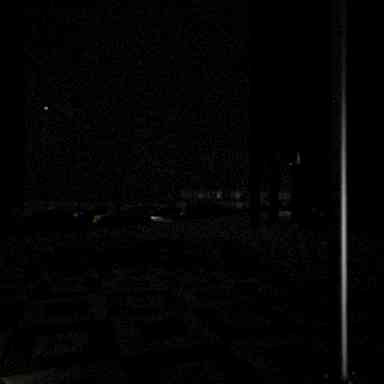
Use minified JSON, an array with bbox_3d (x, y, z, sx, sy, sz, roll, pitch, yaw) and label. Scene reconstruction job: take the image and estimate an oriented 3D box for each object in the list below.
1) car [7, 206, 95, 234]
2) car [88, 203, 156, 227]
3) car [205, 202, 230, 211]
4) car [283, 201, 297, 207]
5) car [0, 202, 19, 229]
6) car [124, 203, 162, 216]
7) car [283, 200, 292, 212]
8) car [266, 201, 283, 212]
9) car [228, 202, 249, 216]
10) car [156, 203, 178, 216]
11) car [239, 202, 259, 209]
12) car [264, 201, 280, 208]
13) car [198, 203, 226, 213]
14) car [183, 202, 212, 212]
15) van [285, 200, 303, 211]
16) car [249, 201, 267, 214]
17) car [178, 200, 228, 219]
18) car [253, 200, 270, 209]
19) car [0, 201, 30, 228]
[{"bbox_3d":[-8.586,1.765,20.609,1.947,1.339,4.313,-1,-2,36],"label":"car"},{"bbox_3d":[-5.209,1.814,25.341,1.752,1.417,4.829,-1,-2,36],"label":"car"},{"bbox_3d":[4.151,2.292,53.127,2.008,1.369,4.403,-1,-2,36],"label":"car"},{"bbox_3d":[23.826,2.879,80.687,1.802,1.307,4.206,-1,-1,36],"label":"car"},{"bbox_3d":[-12.157,1.515,20.400,2.097,1.767,4.553,0,-1,34],"label":"car"},{"bbox_3d":[-5.684,2.002,39.348,1.887,1.381,4.507,-1,-2,36],"label":"car"},{"bbox_3d":[14.365,2.286,52.766,1.967,1.590,4.097,-1,-2,36],"label":"car"},{"bbox_3d":[11.086,2.296,48.170,1.887,1.381,4.507,-1,-2,36],"label":"car"},{"bbox_3d":[4.528,2.105,38.983,1.887,1.381,4.507,-1,-2,36],"label":"car"},{"bbox_3d":[-3.038,2.000,38.437,1.812,1.442,4.674,0,-1,35],"label":"car"},{"bbox_3d":[10.709,2.481,62.314,2.008,1.369,4.403,-1,-2,36],"label":"car"},{"bbox_3d":[17.267,2.661,71.501,1.887,1.381,4.507,-1,-2,36],"label":"car"},{"bbox_3d":[2.824,2.205,46.587,1.994,1.385,4.181,0,-1,37],"label":"car"},{"bbox_3d":[0.872,2.196,48.534,2.008,1.369,4.403,-1,-2,36],"label":"car"},{"bbox_3d":[17.644,2.281,57.361,1.690,1.788,3.998,-1,-2,36],"label":"van"},{"bbox_3d":[7.811,2.237,43.581,1.802,1.307,4.206,-1,-2,36],"label":"car"},{"bbox_3d":[1.249,1.782,34.395,2.192,1.841,5.009,-1,-2,36],"label":"car"},{"bbox_3d":[13.988,2.464,66.910,1.967,1.590,4.097,-1,-2,36],"label":"car"},{"bbox_3d":[-14.034,1.527,23.044,2.097,1.767,4.553,0,-1,35],"label":"car"}]
